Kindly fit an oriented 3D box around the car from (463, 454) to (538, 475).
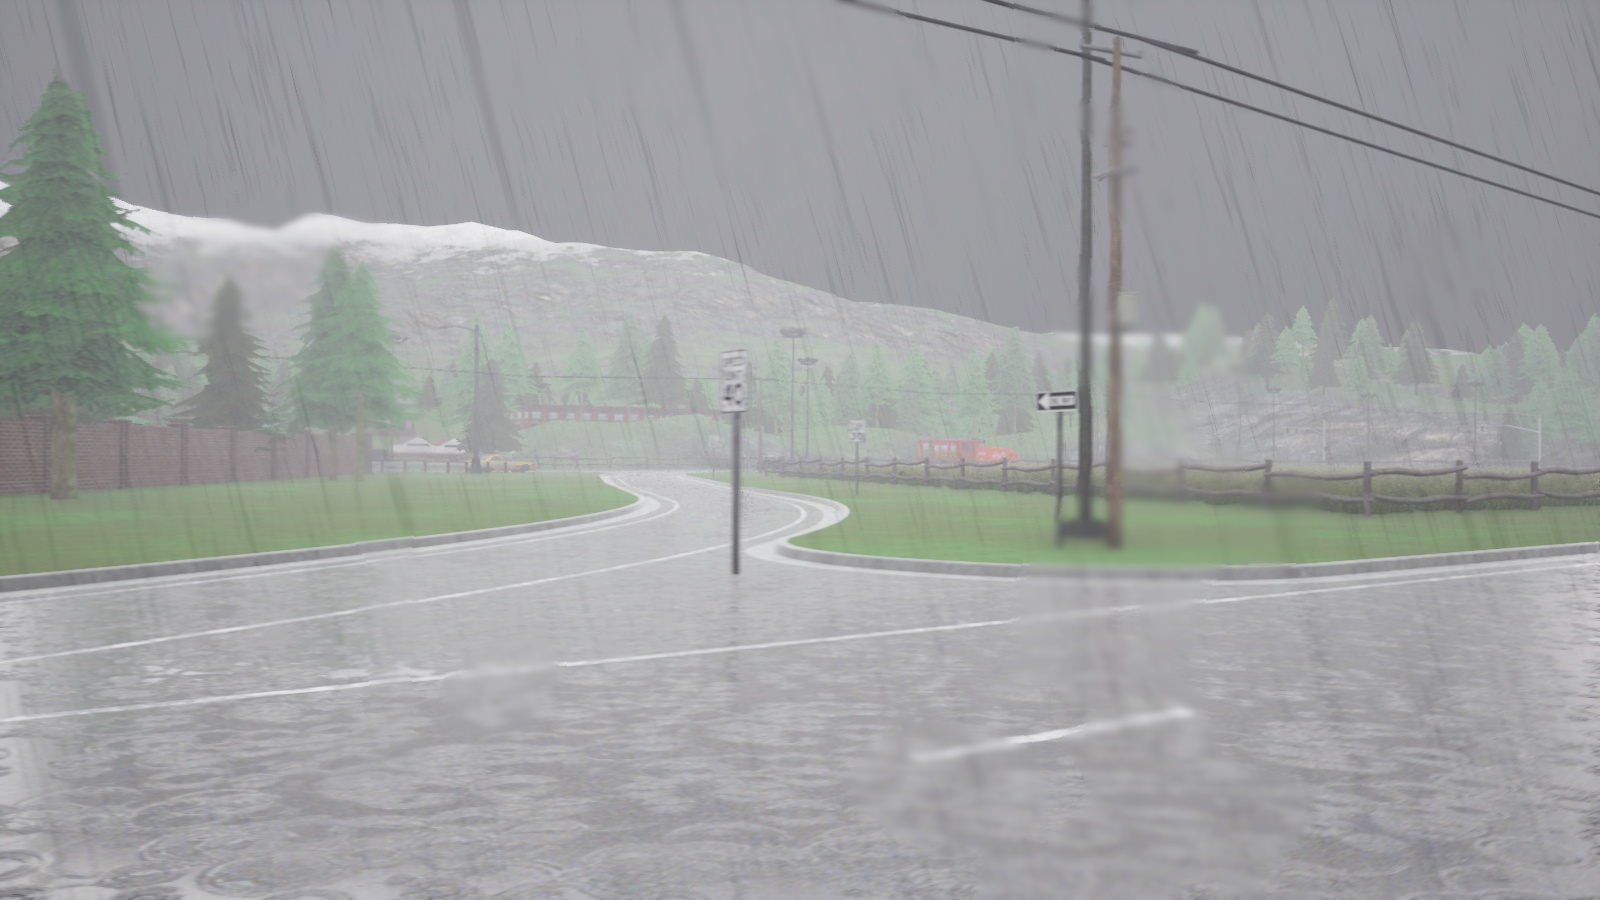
[{"bbox_3d":[-22.996,1.109,96.478,5.366,1.575,1.801,0,0,-35],"label":"car"}]
